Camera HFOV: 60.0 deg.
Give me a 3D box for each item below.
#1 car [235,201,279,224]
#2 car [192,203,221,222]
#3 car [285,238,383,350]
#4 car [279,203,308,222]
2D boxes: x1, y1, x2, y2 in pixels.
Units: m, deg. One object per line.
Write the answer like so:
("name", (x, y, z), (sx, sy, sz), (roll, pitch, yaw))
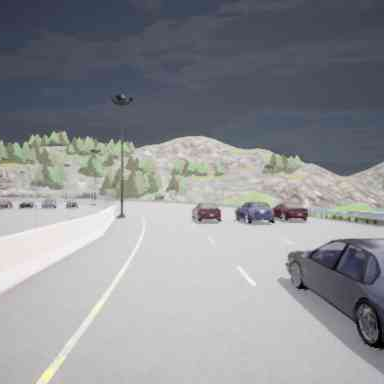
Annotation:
("car", (4.972, 1.543, 27.048), (2.097, 1.767, 4.553), (0, 0, -8))
("car", (1.182, 1.693, 28.780), (1.882, 1.535, 5.008), (0, 0, -9))
("car", (3.419, 1.585, 6.265), (2.033, 1.411, 5.357), (0, 0, -2))
("car", (8.237, 1.673, 28.931), (1.882, 1.535, 5.008), (0, 0, -9))
